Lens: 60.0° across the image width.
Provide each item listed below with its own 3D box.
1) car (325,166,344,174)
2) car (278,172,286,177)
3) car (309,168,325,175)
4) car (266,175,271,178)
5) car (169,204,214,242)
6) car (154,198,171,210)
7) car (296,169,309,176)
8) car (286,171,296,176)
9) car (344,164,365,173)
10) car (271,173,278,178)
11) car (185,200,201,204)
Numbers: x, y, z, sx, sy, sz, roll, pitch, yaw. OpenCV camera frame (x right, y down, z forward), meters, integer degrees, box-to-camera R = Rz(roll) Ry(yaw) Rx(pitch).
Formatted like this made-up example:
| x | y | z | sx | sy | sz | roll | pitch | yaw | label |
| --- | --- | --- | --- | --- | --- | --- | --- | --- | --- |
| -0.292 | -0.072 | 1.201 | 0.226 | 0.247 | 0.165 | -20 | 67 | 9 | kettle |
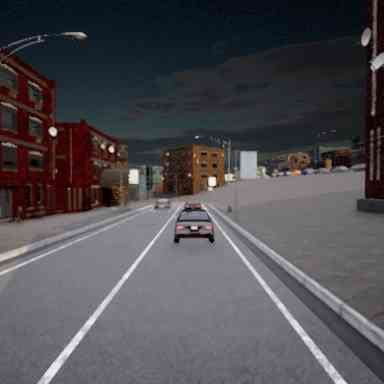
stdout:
| x | y | z | sx | sy | sz | roll | pitch | yaw | label |
| --- | --- | --- | --- | --- | --- | --- | --- | --- | --- |
| 24.223 | -3.440 | 53.914 | 2.002 | 1.452 | 4.674 | 0 | 1 | -7 | car |
| 22.075 | -3.854 | 76.120 | 2.002 | 1.452 | 4.674 | 0 | 1 | -3 | car |
| 23.520 | -3.553 | 59.387 | 2.163 | 1.488 | 4.792 | 0 | 1 | -6 | car |
| 21.710 | -4.072 | 87.179 | 2.231 | 1.521 | 4.892 | 0 | 1 | -1 | car |
| 0.095 | 1.538 | 16.355 | 2.033 | 1.411 | 5.357 | 0 | 0 | 0 | car |
| -3.596 | 1.502 | 41.661 | 1.812 | 1.442 | 4.674 | 0 | 0 | 0 | car |
| 22.898 | -3.814 | 65.077 | 2.185 | 1.767 | 4.553 | 0 | 1 | -5 | car |
| 22.429 | -3.791 | 70.583 | 2.097 | 1.535 | 5.008 | 0 | 1 | -4 | car |
| 25.030 | -3.377 | 48.553 | 2.231 | 1.521 | 4.892 | 0 | 1 | -9 | car |
| 21.840 | -3.992 | 81.662 | 2.231 | 1.521 | 4.892 | 0 | 1 | -1 | car |
| 0.091 | 1.579 | 38.346 | 1.895 | 1.301 | 4.718 | 0 | 0 | 0 | car |
